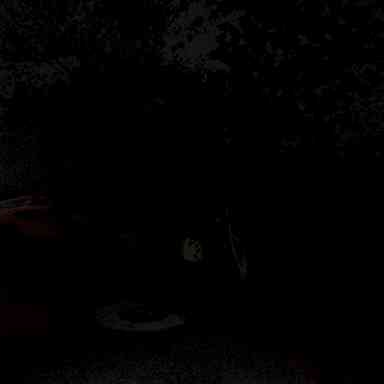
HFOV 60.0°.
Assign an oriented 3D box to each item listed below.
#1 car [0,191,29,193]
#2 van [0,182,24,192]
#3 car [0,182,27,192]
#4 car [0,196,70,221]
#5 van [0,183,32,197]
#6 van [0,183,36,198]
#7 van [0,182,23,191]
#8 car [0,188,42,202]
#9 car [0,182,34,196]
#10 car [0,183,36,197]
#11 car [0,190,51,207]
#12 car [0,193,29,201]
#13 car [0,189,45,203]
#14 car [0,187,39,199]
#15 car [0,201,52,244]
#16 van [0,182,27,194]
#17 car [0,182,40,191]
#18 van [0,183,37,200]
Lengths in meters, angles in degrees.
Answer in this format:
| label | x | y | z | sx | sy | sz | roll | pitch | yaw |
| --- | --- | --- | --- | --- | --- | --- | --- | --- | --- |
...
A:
| label | x | y | z | sx | sy | sz | roll | pitch | yaw |
| --- | --- | --- | --- | --- | --- | --- | --- | --- | --- |
| car | -12.315 | 0.925 | 24.584 | 5.366 | 1.575 | 1.946 | 1 | 2 | -30 |
| van | -39.484 | -1.095 | 72.960 | 4.442 | 1.987 | 1.878 | 1 | 1 | -30 |
| car | -38.240 | -1.039 | 70.481 | 5.566 | 2.045 | 2.435 | 1 | 1 | -30 |
| car | -10.789 | 1.078 | 22.269 | 4.674 | 1.452 | 2.002 | 1 | 2 | -30 |
| van | -25.932 | -0.262 | 48.668 | 4.442 | 1.987 | 1.878 | 1 | 1 | -30 |
| van | -24.360 | -0.176 | 46.377 | 4.442 | 1.987 | 1.878 | 1 | 1 | -30 |
| van | -40.792 | -1.175 | 75.258 | 4.442 | 1.987 | 1.878 | 1 | 1 | -30 |
| car | -20.337 | 0.337 | 39.121 | 4.792 | 1.488 | 2.163 | 1 | 1 | -30 |
| car | -28.593 | -0.453 | 53.525 | 5.566 | 2.045 | 2.435 | 1 | 1 | -30 |
| car | -27.224 | -0.370 | 51.118 | 5.566 | 2.045 | 2.435 | 1 | 1 | -30 |
| car | -16.284 | 0.638 | 31.880 | 4.792 | 1.488 | 2.163 | 1 | 2 | -30 |
| car | -8.078 | 1.123 | 17.578 | 4.553 | 1.767 | 2.185 | 1 | 2 | -30 |
| car | -19.033 | 0.428 | 36.829 | 4.792 | 1.488 | 2.163 | 1 | 2 | -30 |
| car | -23.094 | 0.132 | 43.920 | 5.008 | 1.535 | 2.097 | 1 | 1 | -30 |
| car | -6.745 | 1.355 | 15.156 | 5.008 | 1.535 | 2.097 | 1 | 2 | -30 |
| van | -34.007 | -0.762 | 63.333 | 4.442 | 1.987 | 1.878 | 1 | 1 | -30 |
| car | -14.857 | 0.466 | 29.495 | 5.566 | 2.045 | 2.435 | 1 | 2 | -30 |
| van | -21.810 | -0.009 | 41.439 | 4.442 | 1.987 | 1.878 | 1 | 1 | -30 |
